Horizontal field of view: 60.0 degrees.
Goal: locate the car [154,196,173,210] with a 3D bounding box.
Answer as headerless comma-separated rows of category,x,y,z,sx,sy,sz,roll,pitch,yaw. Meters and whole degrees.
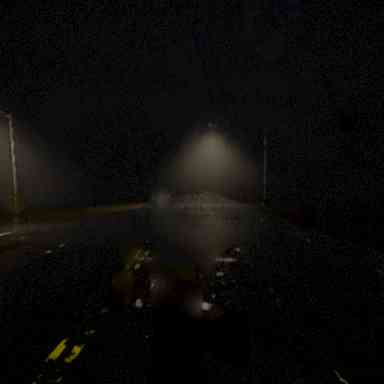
car,-3.172,1.171,37.654,2.128,1.511,4.902,0,1,2
